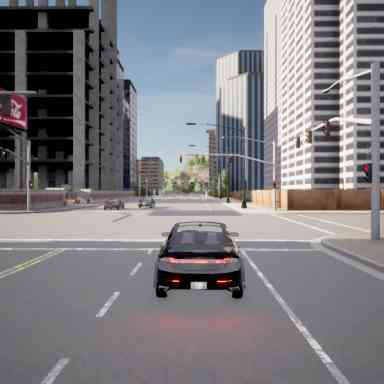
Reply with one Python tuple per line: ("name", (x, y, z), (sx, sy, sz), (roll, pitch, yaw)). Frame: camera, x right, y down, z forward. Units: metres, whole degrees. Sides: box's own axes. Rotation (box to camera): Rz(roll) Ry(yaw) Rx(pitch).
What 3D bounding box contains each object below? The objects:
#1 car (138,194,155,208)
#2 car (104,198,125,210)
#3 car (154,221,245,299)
("car", (-6.420, 1.491, 47.534), (2.128, 1.511, 4.902), (0, 0, 1))
("car", (-9.991, 1.526, 43.090), (1.812, 1.442, 4.674), (0, 0, 1))
("car", (0.205, 1.492, 8.485), (2.128, 1.511, 4.902), (0, 0, 2))
